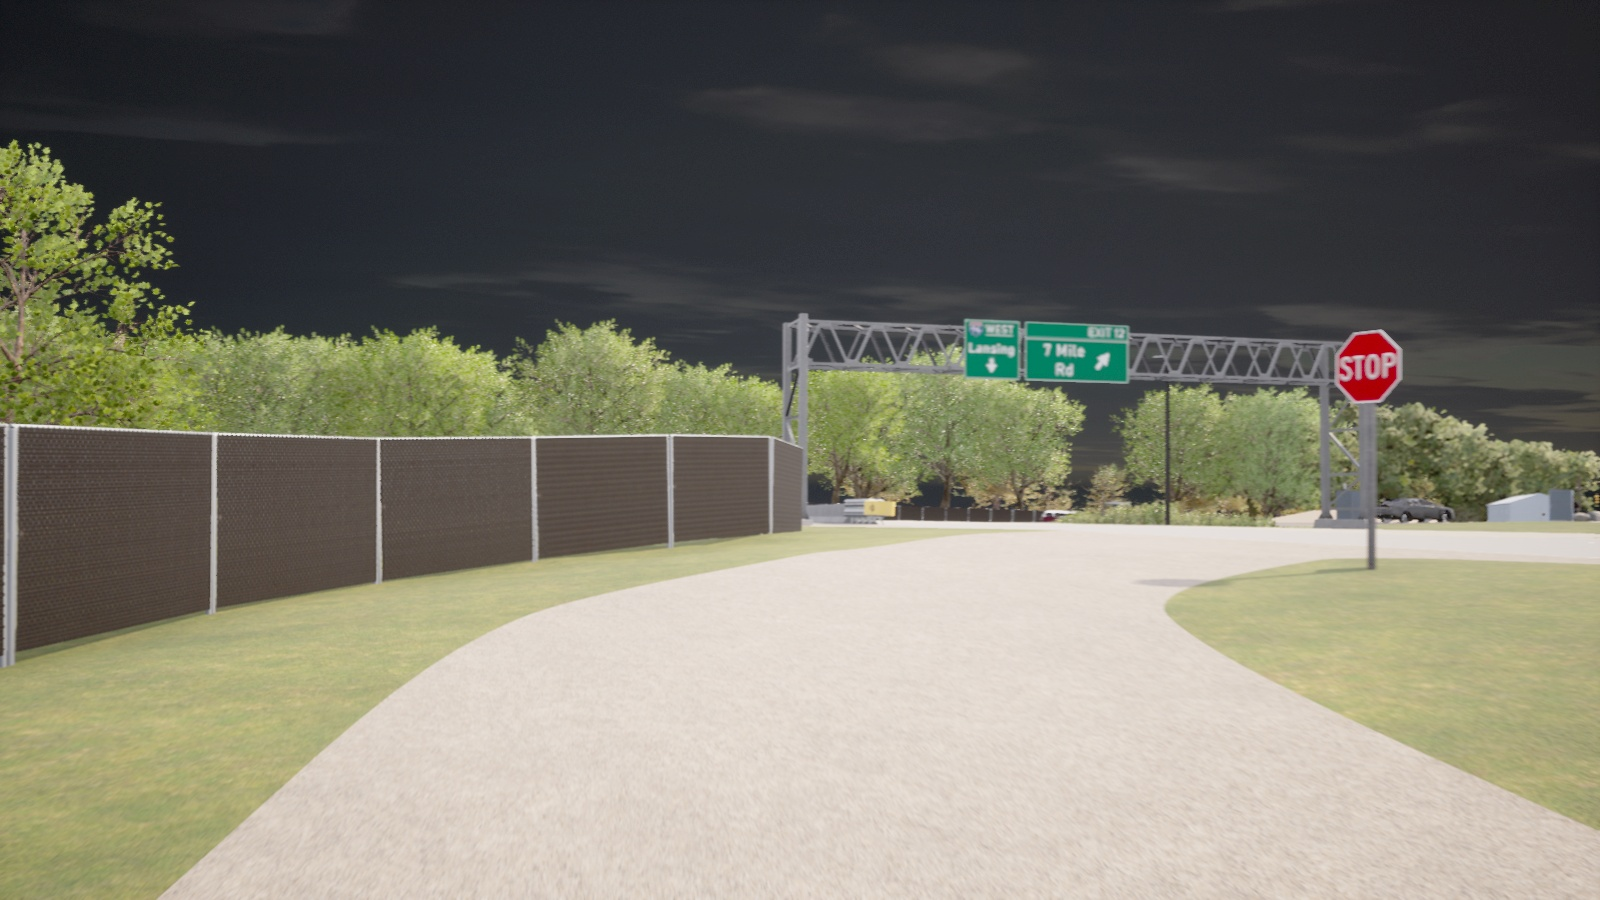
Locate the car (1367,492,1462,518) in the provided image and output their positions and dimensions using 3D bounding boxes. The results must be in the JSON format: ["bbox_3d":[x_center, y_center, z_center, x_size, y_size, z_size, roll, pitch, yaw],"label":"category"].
[{"bbox_3d":[37.802,3.405,77.289,4.902,1.511,2.128,0,-4,-13],"label":"car"}]
